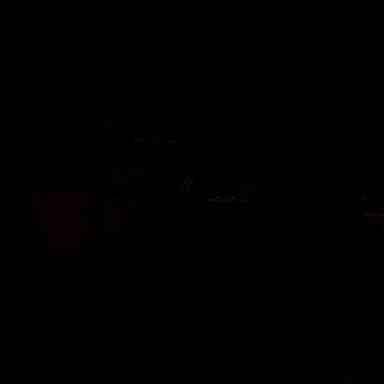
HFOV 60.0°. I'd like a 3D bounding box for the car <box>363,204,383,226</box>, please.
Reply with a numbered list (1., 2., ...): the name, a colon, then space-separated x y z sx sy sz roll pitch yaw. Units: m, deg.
1. car: 16.493 2.040 28.424 1.882 1.535 5.008 0 -2 2
